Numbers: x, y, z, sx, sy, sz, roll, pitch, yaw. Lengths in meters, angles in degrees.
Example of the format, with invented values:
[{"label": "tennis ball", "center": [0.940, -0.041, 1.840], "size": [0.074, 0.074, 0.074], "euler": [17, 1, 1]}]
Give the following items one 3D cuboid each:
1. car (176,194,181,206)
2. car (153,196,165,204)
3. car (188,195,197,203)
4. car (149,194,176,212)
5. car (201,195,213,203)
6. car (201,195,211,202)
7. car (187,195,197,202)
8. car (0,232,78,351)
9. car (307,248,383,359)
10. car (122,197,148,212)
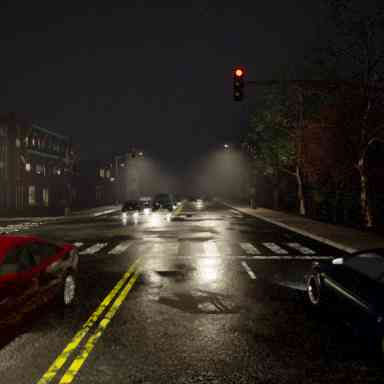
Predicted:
[{"label": "car", "center": [-3.358, 1.528, 52.915], "size": [2.033, 1.411, 5.357], "euler": [0, 0, 0]}, {"label": "car", "center": [-6.541, 1.502, 65.660], "size": [1.812, 1.442, 4.674], "euler": [0, 0, 1]}, {"label": "car", "center": [0.086, 1.501, 69.677], "size": [1.812, 1.442, 4.674], "euler": [0, 0, 0]}, {"label": "car", "center": [-3.359, 1.210, 38.906], "size": [2.150, 2.045, 5.566], "euler": [0, 0, 0]}, {"label": "car", "center": [3.337, 1.467, 68.349], "size": [2.128, 1.511, 4.902], "euler": [0, 0, 0]}, {"label": "car", "center": [3.231, 1.509, 78.533], "size": [2.033, 1.411, 5.357], "euler": [0, 0, 0]}, {"label": "car", "center": [-0.017, 1.494, 79.758], "size": [2.128, 1.511, 4.902], "euler": [0, 0, 0]}, {"label": "car", "center": [-3.351, 1.476, 5.099], "size": [1.882, 1.535, 5.008], "euler": [0, 0, 0]}, {"label": "car", "center": [3.337, 1.563, 5.254], "size": [1.994, 1.385, 4.181], "euler": [0, 0, 1]}, {"label": "car", "center": [-6.607, 1.553, 37.711], "size": [1.994, 1.385, 4.181], "euler": [0, 0, 0]}]
